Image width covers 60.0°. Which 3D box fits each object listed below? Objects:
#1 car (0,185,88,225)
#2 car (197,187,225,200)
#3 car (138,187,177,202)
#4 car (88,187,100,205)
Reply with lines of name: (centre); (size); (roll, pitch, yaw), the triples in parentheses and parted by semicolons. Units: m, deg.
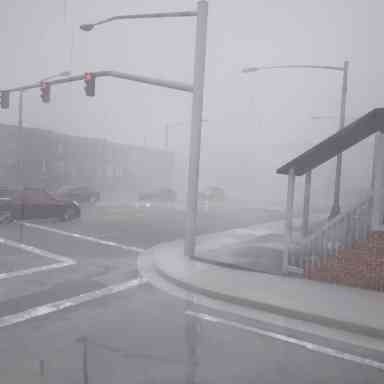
car: (-7.950, 0.547, 16.623); (2.097, 1.767, 4.553); (5, 3, 41)
car: (2.442, 0.079, 43.091); (2.097, 1.767, 4.553); (5, 3, 36)
car: (-3.548, 0.227, 34.809); (1.837, 1.490, 4.892); (5, 3, 36)
car: (-9.580, 0.224, 26.419); (1.837, 1.490, 4.892); (5, 3, 35)
